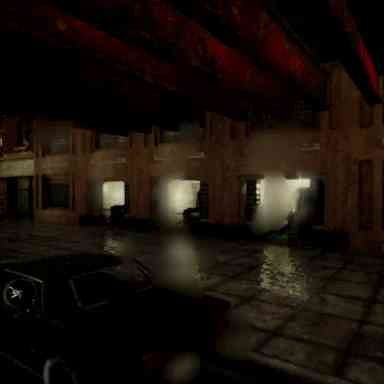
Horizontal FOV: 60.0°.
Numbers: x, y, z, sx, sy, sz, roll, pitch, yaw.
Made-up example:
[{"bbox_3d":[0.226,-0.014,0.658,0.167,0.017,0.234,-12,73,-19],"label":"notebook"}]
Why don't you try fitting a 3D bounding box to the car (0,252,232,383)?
[{"bbox_3d":[-1.915,1.576,4.824,4.718,1.301,1.895,0,0,35],"label":"car"}]
